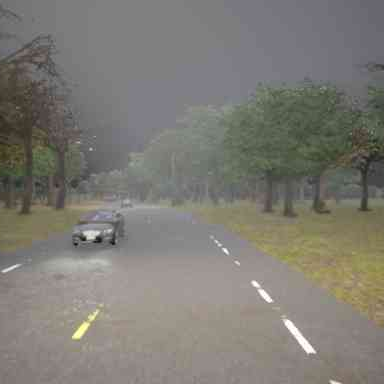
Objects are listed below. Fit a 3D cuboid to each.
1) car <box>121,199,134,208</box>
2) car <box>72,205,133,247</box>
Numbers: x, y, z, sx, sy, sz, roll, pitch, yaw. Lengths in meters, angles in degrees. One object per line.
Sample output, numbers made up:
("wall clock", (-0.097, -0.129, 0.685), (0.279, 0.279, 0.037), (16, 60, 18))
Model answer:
("car", (-11.125, 1.986, 56.737), (1.812, 1.442, 4.674), (0, -1, -14))
("car", (-4.288, 1.609, 15.936), (2.128, 1.511, 4.902), (0, 0, -5))
